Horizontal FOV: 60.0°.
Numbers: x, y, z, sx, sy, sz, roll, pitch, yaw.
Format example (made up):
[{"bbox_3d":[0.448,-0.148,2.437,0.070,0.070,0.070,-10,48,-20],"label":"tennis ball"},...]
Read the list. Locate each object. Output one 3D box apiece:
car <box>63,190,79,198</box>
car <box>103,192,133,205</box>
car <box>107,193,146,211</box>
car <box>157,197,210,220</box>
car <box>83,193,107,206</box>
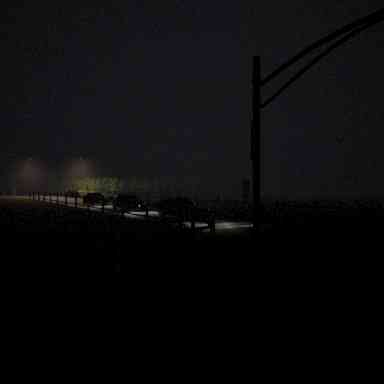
[{"bbox_3d":[-22.561,0.356,62.023,1.882,1.535,5.008,0,0,-35],"label":"car"},{"bbox_3d":[-9.836,0.815,43.759,2.033,1.411,5.357,0,1,-35],"label":"car"},{"bbox_3d":[-6.117,0.970,31.952,1.837,1.490,4.892,0,1,-35],"label":"car"},{"bbox_3d":[-0.718,1.114,24.198,1.882,1.535,5.008,0,1,-35],"label":"car"},{"bbox_3d":[-11.723,0.815,40.024,1.812,1.442,4.674,0,1,-35],"label":"car"}]
